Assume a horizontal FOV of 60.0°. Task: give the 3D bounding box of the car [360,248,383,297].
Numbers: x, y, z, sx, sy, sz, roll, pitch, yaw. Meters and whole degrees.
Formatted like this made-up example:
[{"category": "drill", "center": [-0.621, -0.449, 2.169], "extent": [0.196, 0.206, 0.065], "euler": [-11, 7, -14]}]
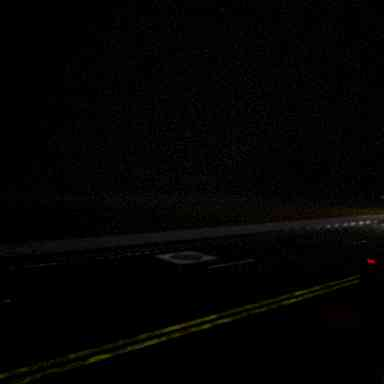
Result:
[{"category": "car", "center": [5.644, 1.565, 7.462], "extent": [4.181, 1.385, 1.994], "euler": [0, 0, -35]}]
